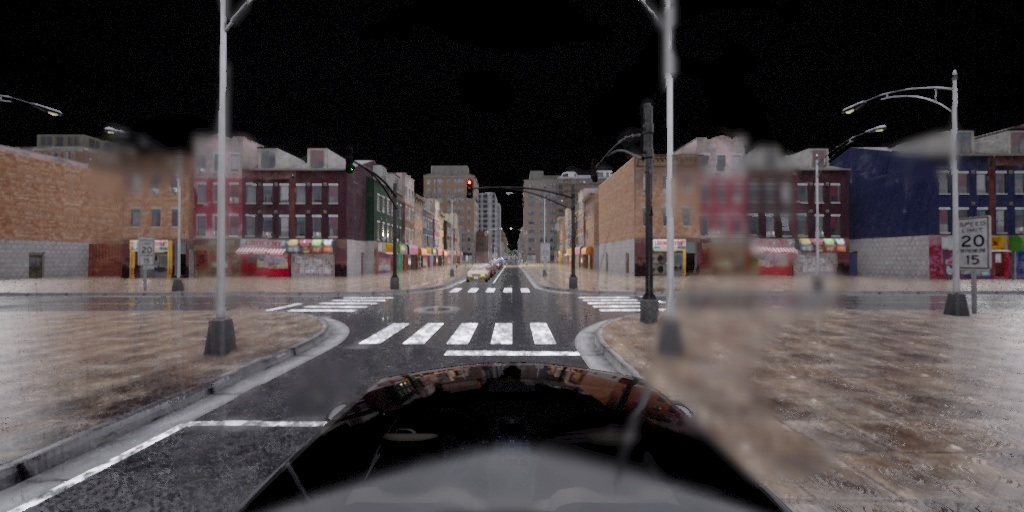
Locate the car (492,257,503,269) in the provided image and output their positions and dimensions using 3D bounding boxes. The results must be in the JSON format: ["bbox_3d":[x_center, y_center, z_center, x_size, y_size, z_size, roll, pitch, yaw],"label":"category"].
[{"bbox_3d":[-2.636,1.230,51.266,1.967,1.591,4.097,0,0,0],"label":"car"}]

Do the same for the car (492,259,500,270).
[{"bbox_3d":[-2.636,1.352,40.055,1.802,1.307,4.207,0,0,0],"label":"car"}]

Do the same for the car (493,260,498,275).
[{"bbox_3d":[-2.636,1.308,34.450,1.888,1.381,4.507,0,0,0],"label":"car"}]

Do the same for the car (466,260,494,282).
[{"bbox_3d":[-2.636,1.282,28.676,1.751,1.417,4.829,0,0,0],"label":"car"}]

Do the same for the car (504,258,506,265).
[{"bbox_3d":[-2.637,1.130,62.476,2.192,1.841,5.009,0,0,0],"label":"car"}]
